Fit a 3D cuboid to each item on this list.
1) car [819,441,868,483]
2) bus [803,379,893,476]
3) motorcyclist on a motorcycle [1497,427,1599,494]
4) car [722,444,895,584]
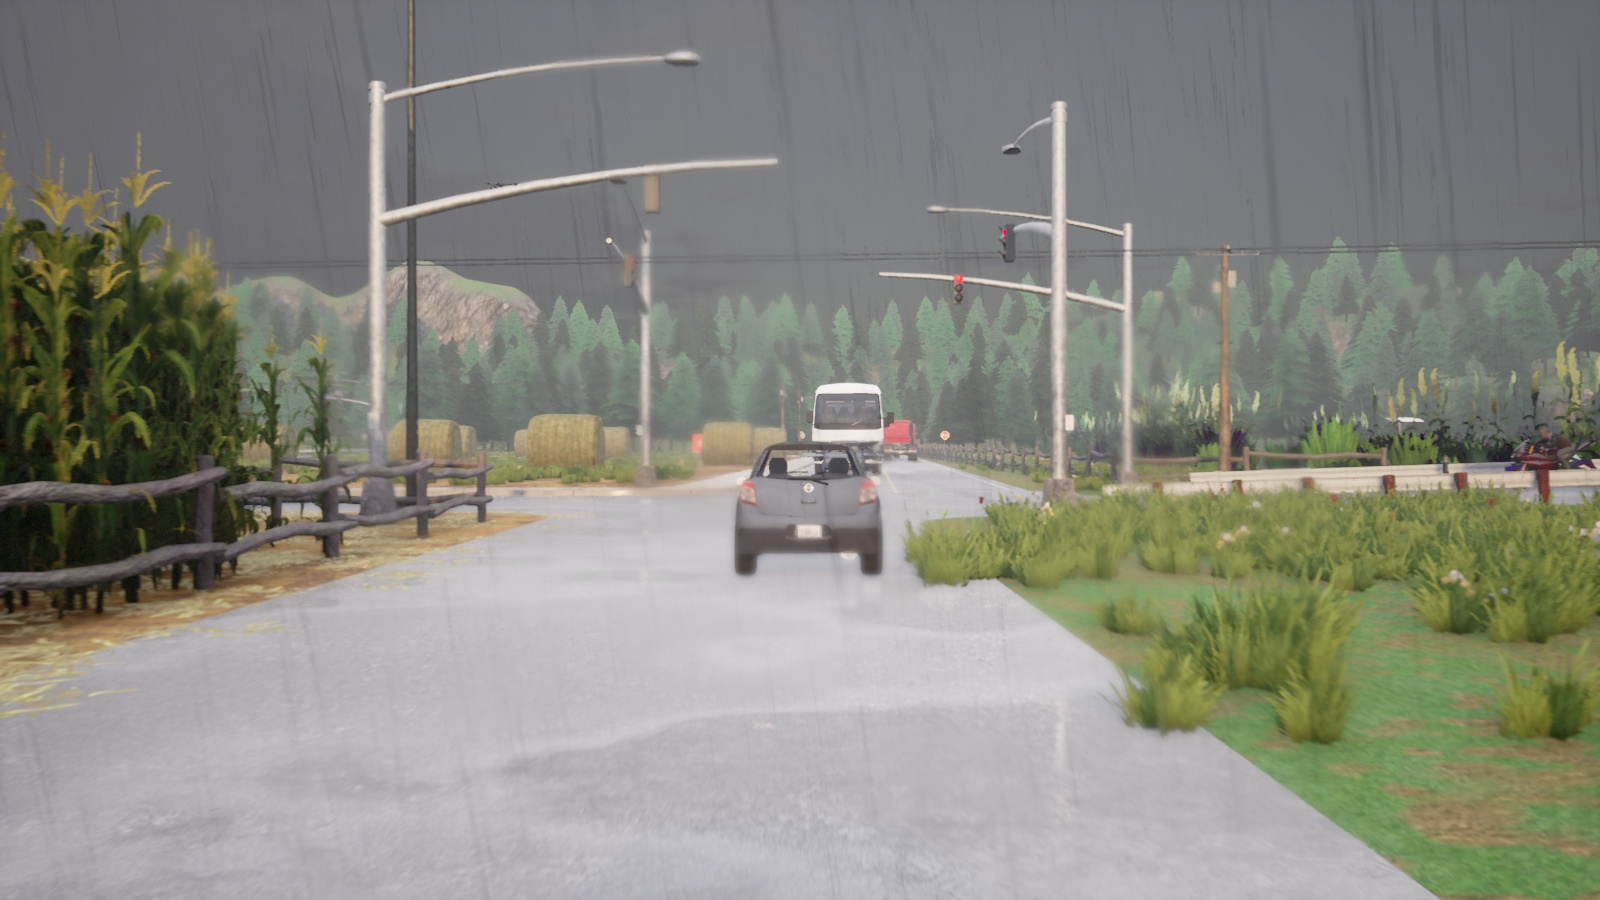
[{"bbox_3d":[1.709,0.421,48.062,1.789,1.549,3.705,0,0,3],"label":"car"},{"bbox_3d":[2.373,-1.003,60.343,3.944,4.253,10.273,0,0,3],"label":"bus"},{"bbox_3d":[18.615,0.251,31.042,2.191,1.530,0.866,-3,0,6],"label":"motorcyclist on a motorcycle"},{"bbox_3d":[0.102,0.674,15.248,1.845,1.501,3.633,0,0,0],"label":"car"}]
